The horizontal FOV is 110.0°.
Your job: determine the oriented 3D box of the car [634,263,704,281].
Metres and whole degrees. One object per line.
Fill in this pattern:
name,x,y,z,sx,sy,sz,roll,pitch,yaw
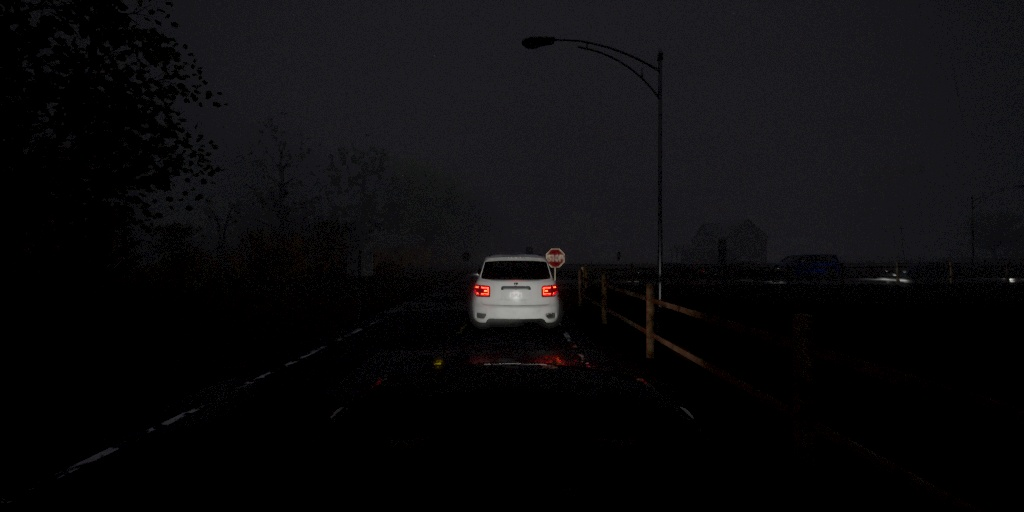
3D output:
car,12.501,1.245,28.641,5.357,1.411,2.033,0,0,1

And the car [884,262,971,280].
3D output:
car,33.463,1.154,28.927,5.357,1.411,2.033,0,0,-1

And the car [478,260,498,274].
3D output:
car,-2.837,1.277,43.119,2.033,1.411,5.357,0,0,0

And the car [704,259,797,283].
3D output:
car,16.989,1.147,25.722,4.902,1.511,2.128,0,0,-1

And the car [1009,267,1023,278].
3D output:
car,43.526,1.085,29.061,4.674,1.442,1.812,0,0,0

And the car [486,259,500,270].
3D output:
car,-2.827,1.239,53.384,1.812,1.442,4.674,0,0,0

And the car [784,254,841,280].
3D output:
car,23.218,0.873,28.768,5.566,2.045,2.150,0,0,-1

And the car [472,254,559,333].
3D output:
car,0.098,0.971,10.831,2.150,2.045,5.566,0,0,0
